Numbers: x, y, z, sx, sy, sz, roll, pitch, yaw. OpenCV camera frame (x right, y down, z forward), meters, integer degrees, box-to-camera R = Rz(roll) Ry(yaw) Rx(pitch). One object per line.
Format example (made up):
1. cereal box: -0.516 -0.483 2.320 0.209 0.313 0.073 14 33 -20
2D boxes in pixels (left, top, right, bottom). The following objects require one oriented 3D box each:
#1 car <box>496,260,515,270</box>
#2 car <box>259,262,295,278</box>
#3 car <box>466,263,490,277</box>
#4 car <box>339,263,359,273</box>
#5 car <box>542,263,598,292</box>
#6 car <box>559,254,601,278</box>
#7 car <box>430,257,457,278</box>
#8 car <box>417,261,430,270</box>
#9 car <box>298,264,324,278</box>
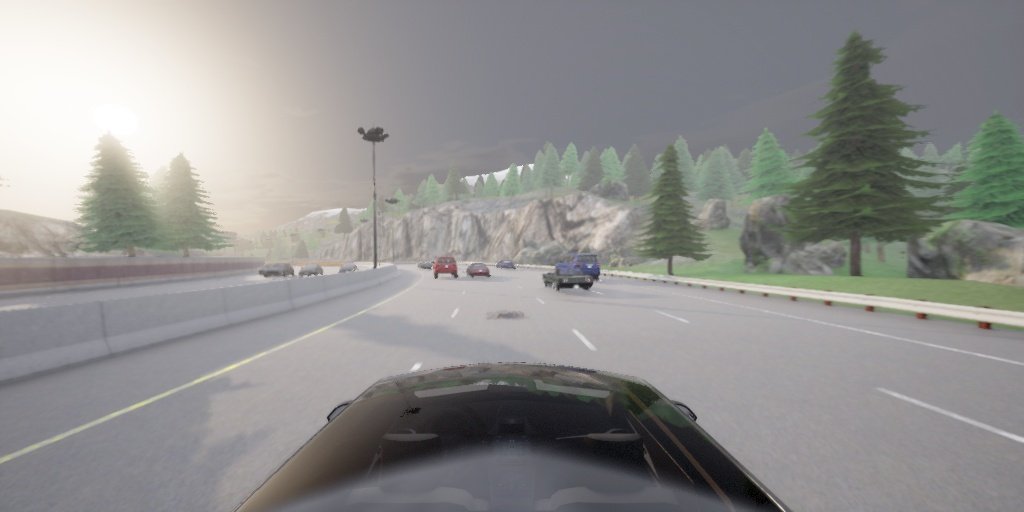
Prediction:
1. car: -1.027 1.309 53.994 1.812 1.442 4.674 0 0 -19
2. car: -26.675 1.554 41.150 2.097 1.767 4.553 -1 0 -16
3. car: -3.535 1.383 36.628 1.994 1.385 4.181 -1 0 -13
4. car: -20.722 1.631 45.741 1.812 1.442 4.674 -1 0 -17
5. car: 3.057 1.306 20.865 1.895 1.301 4.718 -1 0 -8
6. car: 5.242 0.893 29.101 2.150 2.045 5.566 0 0 -11
7. car: -6.904 1.096 36.762 2.150 2.045 5.566 0 0 -14
8. car: -14.901 1.578 61.227 1.994 1.385 4.181 -1 0 -23
9. car: -23.062 1.668 41.381 1.812 1.442 4.674 -1 0 -16
